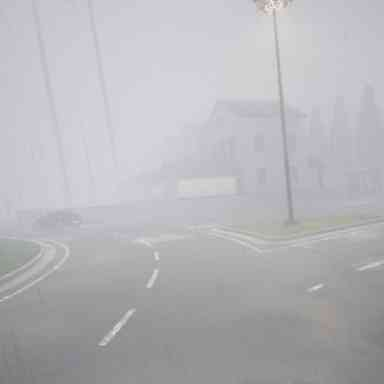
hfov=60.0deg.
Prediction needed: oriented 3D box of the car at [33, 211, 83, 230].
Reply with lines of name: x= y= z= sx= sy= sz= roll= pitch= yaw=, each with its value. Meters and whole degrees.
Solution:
car: x=-11.742 y=2.465 z=29.042 sx=4.892 sy=1.490 sz=1.837 roll=-5 pitch=-1 yaw=28
